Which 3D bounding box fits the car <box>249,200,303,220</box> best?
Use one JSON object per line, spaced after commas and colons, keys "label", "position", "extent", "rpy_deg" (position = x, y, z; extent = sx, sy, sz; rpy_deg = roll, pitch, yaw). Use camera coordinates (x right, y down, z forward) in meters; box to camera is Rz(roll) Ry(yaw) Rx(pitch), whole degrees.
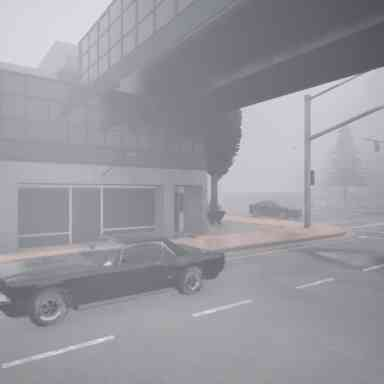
{"label": "car", "position": [7.126, 1.478, 28.693], "extent": [1.882, 1.535, 5.008], "rpy_deg": [0, 0, -36]}

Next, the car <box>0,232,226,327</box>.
{"label": "car", "position": [-1.621, 1.601, 7.136], "extent": [4.718, 1.301, 1.895], "rpy_deg": [0, 0, -36]}

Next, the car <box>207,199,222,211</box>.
{"label": "car", "position": [1.252, 1.478, 36.849], "extent": [1.882, 1.535, 5.008], "rpy_deg": [0, 0, -36]}
